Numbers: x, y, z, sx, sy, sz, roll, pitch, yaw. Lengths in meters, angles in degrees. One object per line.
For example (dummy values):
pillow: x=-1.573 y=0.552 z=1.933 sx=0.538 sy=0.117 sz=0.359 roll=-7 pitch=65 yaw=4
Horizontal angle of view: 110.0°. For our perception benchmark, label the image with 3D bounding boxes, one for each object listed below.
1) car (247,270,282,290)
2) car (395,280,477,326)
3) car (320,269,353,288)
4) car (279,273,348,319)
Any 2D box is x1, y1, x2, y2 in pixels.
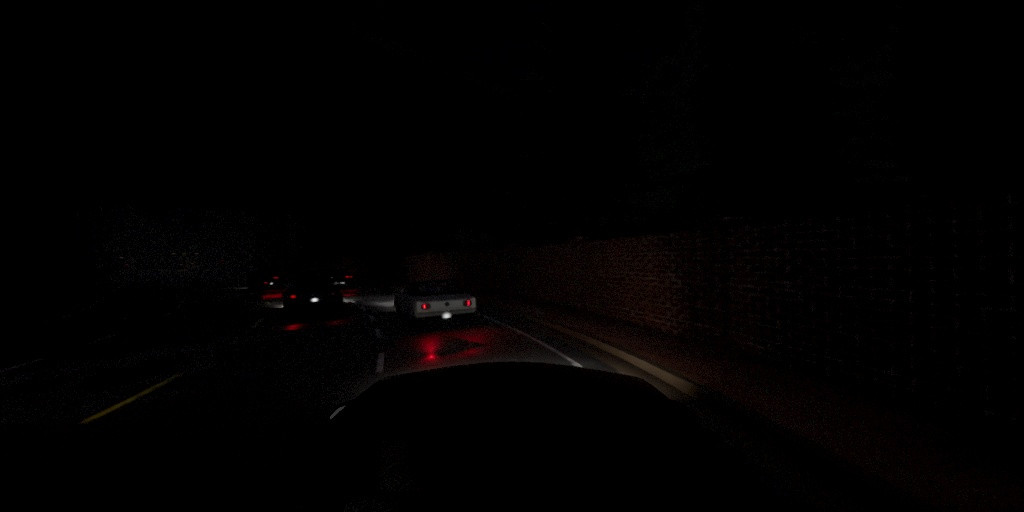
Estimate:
car: x=-20.396 y=1.933 z=29.572 sx=1.837 sy=1.490 sz=4.892 roll=-1 pitch=-1 yaw=-45
car: x=-2.867 y=1.489 z=12.464 sx=1.895 sy=1.301 sz=4.718 roll=-1 pitch=0 yaw=-26
car: x=-14.043 y=1.767 z=28.050 sx=1.837 sy=1.490 sz=4.892 roll=-1 pitch=-1 yaw=-43
car: x=-8.108 y=1.595 z=14.662 sx=1.994 sy=1.385 sz=4.181 roll=-1 pitch=0 yaw=-30
